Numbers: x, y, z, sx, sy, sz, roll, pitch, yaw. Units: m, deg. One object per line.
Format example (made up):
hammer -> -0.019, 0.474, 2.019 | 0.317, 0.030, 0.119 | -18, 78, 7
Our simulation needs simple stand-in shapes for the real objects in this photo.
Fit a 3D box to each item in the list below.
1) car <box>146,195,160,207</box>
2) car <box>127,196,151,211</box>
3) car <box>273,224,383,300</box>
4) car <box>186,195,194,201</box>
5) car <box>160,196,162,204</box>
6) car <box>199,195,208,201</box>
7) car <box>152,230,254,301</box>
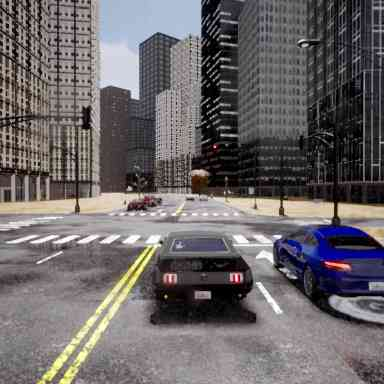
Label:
car -> -6.551, 1.298, 50.611 | 2.097, 1.767, 4.553 | 0, 0, 0
car -> -6.561, 1.529, 40.362 | 1.994, 1.385, 4.181 | 0, 0, 0
car -> 3.349, 1.522, 8.272 | 1.812, 1.442, 4.674 | 0, 0, 1
car -> -0.477, 1.467, 80.459 | 1.895, 1.301, 4.718 | 0, 0, -4
car -> -6.540, 1.414, 60.901 | 2.128, 1.511, 4.902 | 0, 0, 0
car -> 2.772, 1.395, 80.574 | 1.812, 1.442, 4.674 | 0, 0, -4
car -> 0.106, 1.597, 8.302 | 1.895, 1.301, 4.718 | 0, 0, -3
